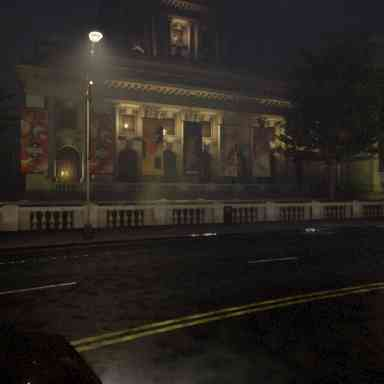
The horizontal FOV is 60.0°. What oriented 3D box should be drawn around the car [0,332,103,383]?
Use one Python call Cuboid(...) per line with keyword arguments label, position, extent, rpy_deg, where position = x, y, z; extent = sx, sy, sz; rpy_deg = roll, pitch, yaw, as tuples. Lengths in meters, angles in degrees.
Cuboid(label="car", position=(-3.041, 1.547, 1.474), extent=(5.357, 1.411, 2.033), rpy_deg=(0, 0, -37))
